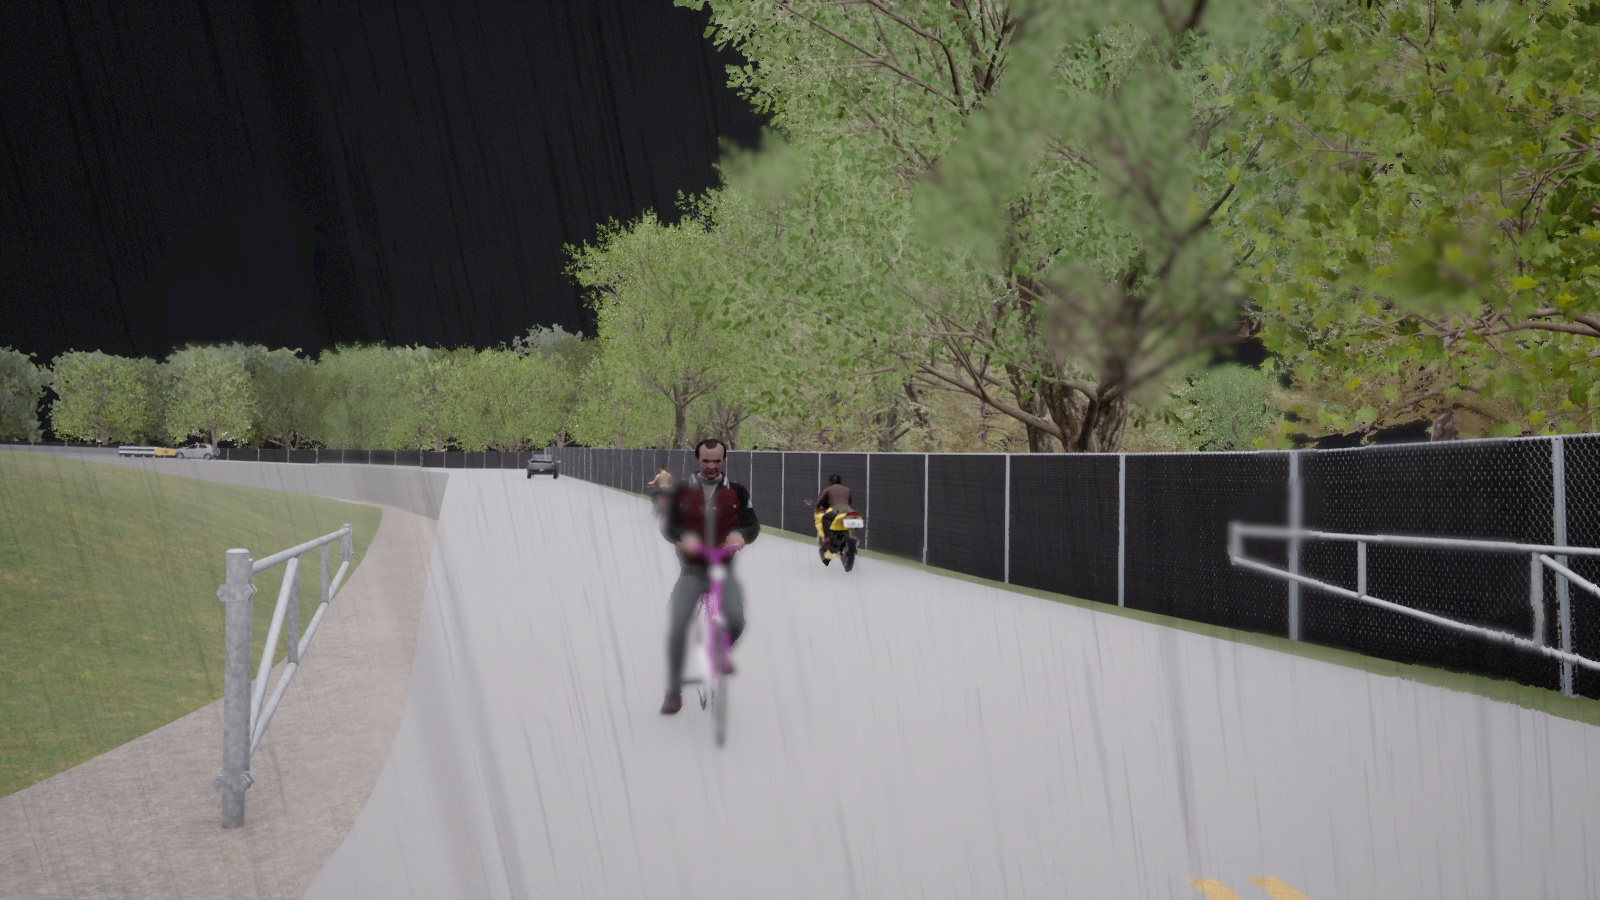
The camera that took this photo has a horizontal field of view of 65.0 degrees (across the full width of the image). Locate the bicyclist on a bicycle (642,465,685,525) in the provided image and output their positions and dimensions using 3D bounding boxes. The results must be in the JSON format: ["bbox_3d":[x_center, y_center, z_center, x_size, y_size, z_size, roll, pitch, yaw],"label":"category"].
[{"bbox_3d":[-3.826,1.233,35.053,0.866,1.612,1.509,0,0,-20],"label":"bicyclist on a bicycle"}]

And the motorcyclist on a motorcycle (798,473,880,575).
[{"bbox_3d":[0.583,1.135,19.940,0.797,1.523,2.044,0,-1,-13],"label":"motorcyclist on a motorcycle"}]

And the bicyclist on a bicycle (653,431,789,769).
[{"bbox_3d":[-0.524,0.813,7.593,0.659,1.776,1.843,0,-1,-9],"label":"bicyclist on a bicycle"}]

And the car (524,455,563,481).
[{"bbox_3d":[-15.937,1.099,78.179,2.128,1.511,4.902,0,0,-9],"label":"car"}]
